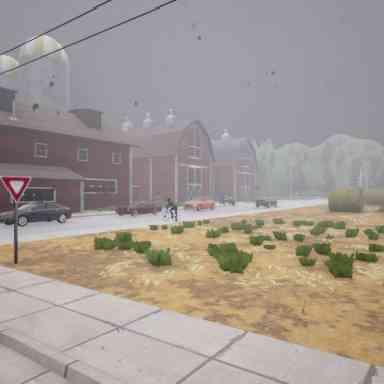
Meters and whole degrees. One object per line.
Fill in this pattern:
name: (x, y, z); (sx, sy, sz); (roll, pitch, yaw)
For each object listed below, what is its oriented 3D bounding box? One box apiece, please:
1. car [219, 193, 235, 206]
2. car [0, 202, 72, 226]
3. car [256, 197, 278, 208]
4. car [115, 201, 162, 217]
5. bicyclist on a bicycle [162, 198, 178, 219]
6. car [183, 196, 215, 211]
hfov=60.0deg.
car: (5.734, 1.118, 54.102); (1.905, 1.878, 3.866); (6, 1, -8)
car: (-10.764, 1.478, 23.096); (1.837, 1.490, 4.892); (0, 0, 35)
car: (10.758, 1.477, 47.758); (1.837, 1.490, 4.892); (0, 0, 35)
car: (-4.979, 1.574, 31.447); (1.895, 1.301, 4.718); (0, 0, 35)
bicyclist on a bicycle: (-1.497, 1.274, 23.328); (1.656, 1.620, 0.582); (0, 0, 35)
car: (0.881, 1.325, 39.890); (2.097, 1.767, 4.553); (0, 0, 35)
